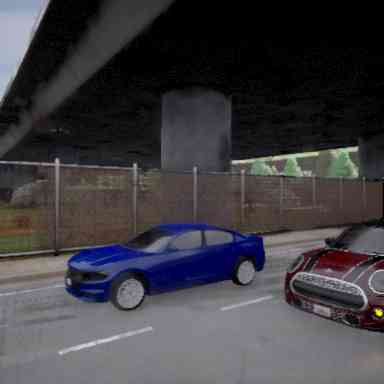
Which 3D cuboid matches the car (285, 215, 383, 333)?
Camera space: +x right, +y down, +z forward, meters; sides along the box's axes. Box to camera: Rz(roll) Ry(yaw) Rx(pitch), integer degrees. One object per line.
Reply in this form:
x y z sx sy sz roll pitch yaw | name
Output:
3.994 1.392 6.852 4.553 1.767 2.097 0 0 -36 | car

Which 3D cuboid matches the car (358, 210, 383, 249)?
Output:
9.837 1.592 15.328 4.892 1.490 1.837 -1 1 -35 | car

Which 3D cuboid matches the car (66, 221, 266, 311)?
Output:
-0.391 1.510 8.018 5.008 1.535 1.882 0 0 -36 | car
